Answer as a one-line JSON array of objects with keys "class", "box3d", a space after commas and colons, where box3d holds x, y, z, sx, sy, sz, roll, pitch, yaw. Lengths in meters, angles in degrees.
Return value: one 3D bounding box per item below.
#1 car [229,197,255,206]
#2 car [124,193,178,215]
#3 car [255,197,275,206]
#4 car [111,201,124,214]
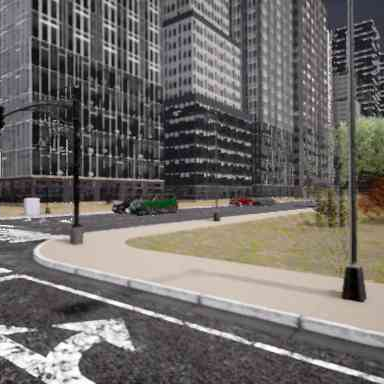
[{"class": "car", "box3d": [7.768, 1.483, 53.335, 1.882, 1.535, 5.008, -1, -1, 37]}, {"class": "car", "box3d": [-3.667, 1.168, 32.899, 2.150, 2.045, 5.566, -1, 0, 37]}, {"class": "car", "box3d": [11.419, 1.525, 52.751, 2.033, 1.411, 5.357, -1, 0, 37]}, {"class": "car", "box3d": [-6.232, 1.482, 34.888, 1.837, 1.490, 4.892, -1, 0, 37]}]
